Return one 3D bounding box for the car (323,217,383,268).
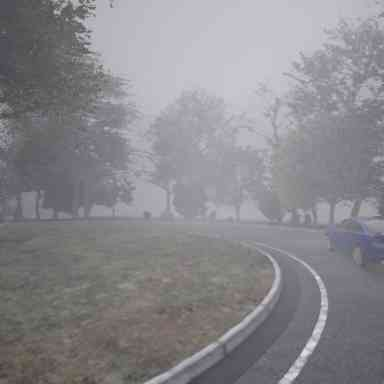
[{"bbox_3d":[6.265,1.614,11.856,1.882,1.535,5.008,0,-1,4],"label":"car"}]
